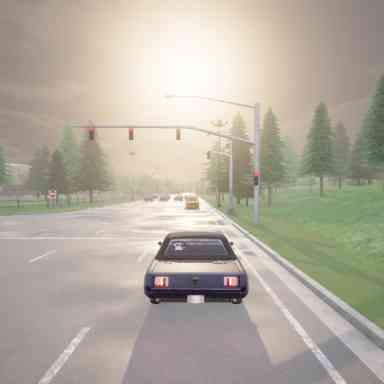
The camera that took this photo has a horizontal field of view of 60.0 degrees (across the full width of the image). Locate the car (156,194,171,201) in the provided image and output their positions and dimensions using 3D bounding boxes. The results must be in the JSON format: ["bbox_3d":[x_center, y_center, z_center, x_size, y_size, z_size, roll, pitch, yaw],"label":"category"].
[{"bbox_3d":[-6.872,1.531,80.377,2.033,1.411,5.357,0,0,0],"label":"car"}]

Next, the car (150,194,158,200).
[{"bbox_3d":[-10.355,1.332,90.802,1.837,1.490,4.892,0,0,0],"label":"car"}]

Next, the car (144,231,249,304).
[{"bbox_3d":[0.092,1.601,8.078,1.895,1.301,4.718,0,0,0],"label":"car"}]

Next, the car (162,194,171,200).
[{"bbox_3d":[-6.855,1.372,90.797,2.033,1.411,5.357,0,0,0],"label":"car"}]

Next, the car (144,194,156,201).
[{"bbox_3d":[-10.372,1.531,80.382,2.033,1.411,5.357,0,0,0],"label":"car"}]

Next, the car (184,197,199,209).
[{"bbox_3d":[0.006,1.576,49.746,2.033,1.411,5.357,-1,1,1],"label":"car"}]

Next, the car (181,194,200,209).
[{"bbox_3d":[-0.065,1.089,46.242,1.882,1.535,5.008,-3,17,-4],"label":"car"}]

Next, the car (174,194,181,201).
[{"bbox_3d":[-3.371,1.545,80.788,1.994,1.385,4.181,0,0,0],"label":"car"}]

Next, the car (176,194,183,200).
[{"bbox_3d":[-3.355,1.357,90.791,1.812,1.442,4.674,0,0,0],"label":"car"}]
